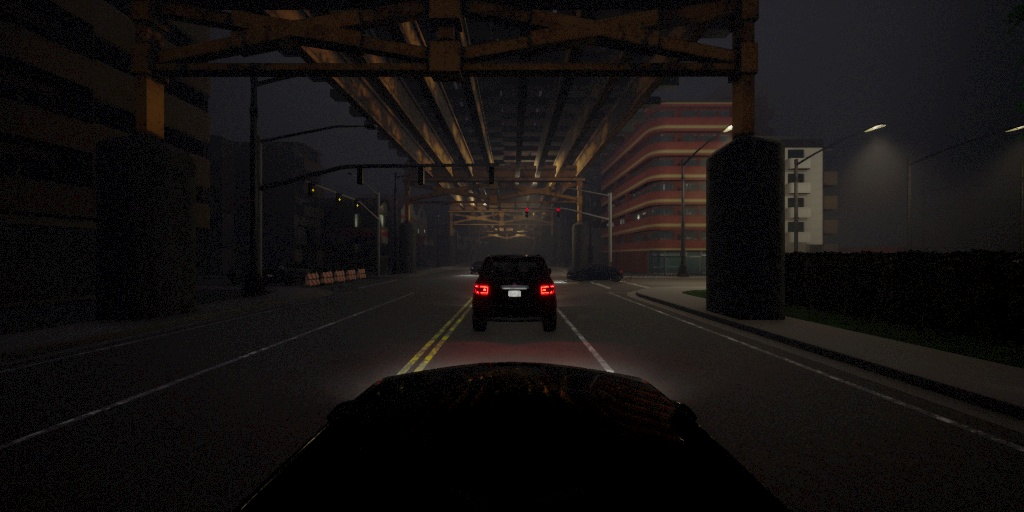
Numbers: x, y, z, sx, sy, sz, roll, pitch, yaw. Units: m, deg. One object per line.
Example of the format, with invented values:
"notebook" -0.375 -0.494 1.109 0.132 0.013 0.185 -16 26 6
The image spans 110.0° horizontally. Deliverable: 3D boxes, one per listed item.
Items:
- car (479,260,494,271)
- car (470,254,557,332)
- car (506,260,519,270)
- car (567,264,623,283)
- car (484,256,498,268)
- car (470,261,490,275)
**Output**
"car" -3.556 1.276 50.779 1.812 1.442 4.674 0 0 0
"car" 0.076 0.971 11.054 2.150 2.045 5.566 0 0 0
"car" 0.116 1.275 51.805 1.812 1.442 4.674 0 0 0
"car" 6.362 1.314 27.707 4.181 1.385 1.994 0 0 -7
"car" -3.533 0.954 61.521 2.150 2.045 5.566 0 0 0
"car" -3.569 1.276 40.690 1.812 1.442 4.674 0 0 0
